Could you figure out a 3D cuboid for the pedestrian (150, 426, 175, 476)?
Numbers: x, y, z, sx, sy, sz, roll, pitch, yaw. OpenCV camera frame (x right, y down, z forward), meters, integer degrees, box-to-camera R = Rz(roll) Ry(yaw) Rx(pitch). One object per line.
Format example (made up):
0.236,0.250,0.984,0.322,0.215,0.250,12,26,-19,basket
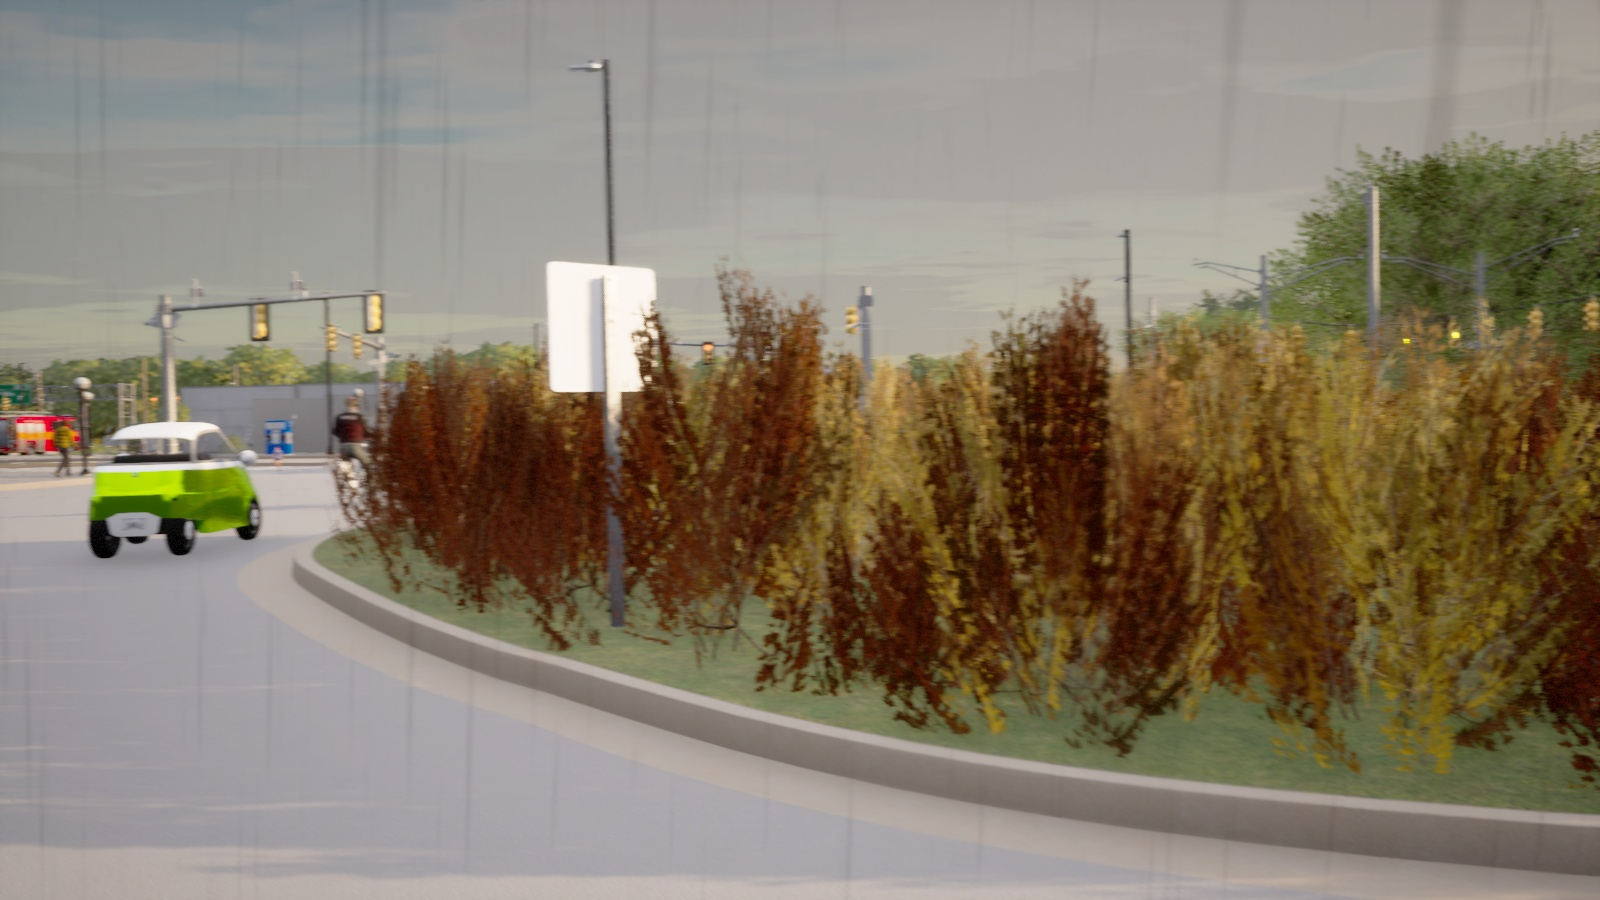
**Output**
-23.478,0.024,46.255,0.706,1.836,0.354,-2,2,-15,pedestrian

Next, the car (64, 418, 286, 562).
-6.695,0.369,13.666,1.481,1.376,2.207,-1,2,-8,car

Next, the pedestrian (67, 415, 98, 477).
-21.801,-0.126,38.158,0.370,1.835,0.726,-1,2,12,pedestrian
